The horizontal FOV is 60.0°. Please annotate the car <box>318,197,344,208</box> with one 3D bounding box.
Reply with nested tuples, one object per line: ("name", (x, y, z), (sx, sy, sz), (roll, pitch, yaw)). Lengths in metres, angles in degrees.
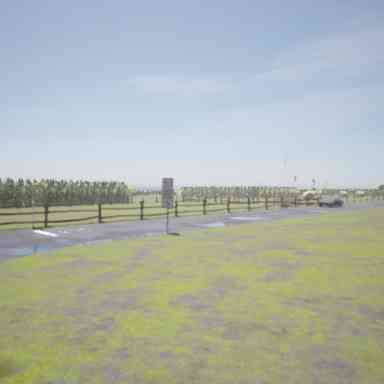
("car", (19.748, 1.405, 47.079), (2.033, 1.411, 5.357), (1, 1, 44))
